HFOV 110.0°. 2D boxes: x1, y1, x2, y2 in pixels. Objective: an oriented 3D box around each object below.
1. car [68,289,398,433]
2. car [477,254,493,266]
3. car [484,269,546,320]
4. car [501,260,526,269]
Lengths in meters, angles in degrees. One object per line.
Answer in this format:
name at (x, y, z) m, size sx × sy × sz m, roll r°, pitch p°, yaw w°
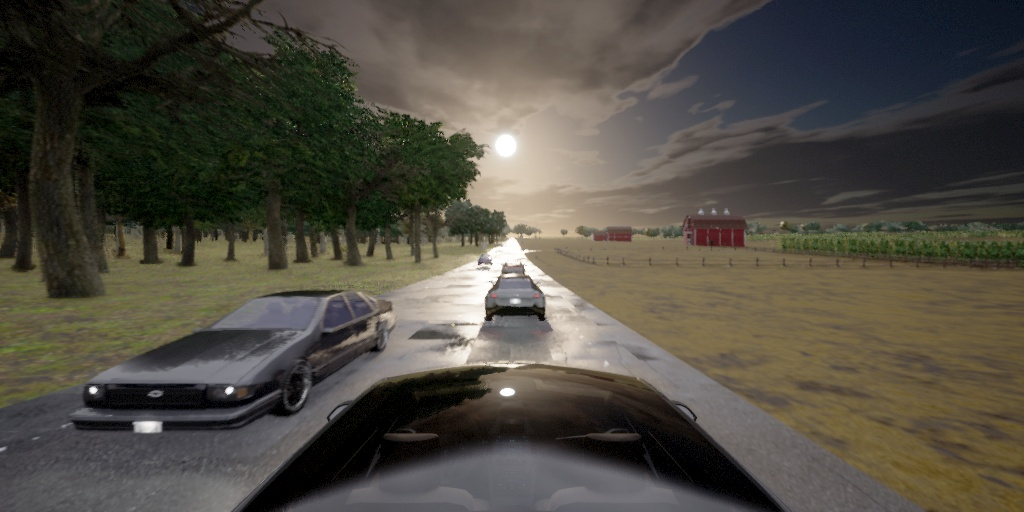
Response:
car at (-3.600, 1.312, 6.208) m, size 2.033 × 1.411 × 5.357 m, roll 0°, pitch 0°, yaw 0°
car at (-3.488, 0.458, 47.564) m, size 1.812 × 1.442 × 4.674 m, roll 0°, pitch 1°, yaw 0°
car at (0.103, 1.324, 12.773) m, size 1.994 × 1.385 × 4.181 m, roll 0°, pitch 0°, yaw 0°
car at (0.108, 1.083, 30.047) m, size 2.128 × 1.511 × 4.902 m, roll 0°, pitch 1°, yaw 0°
